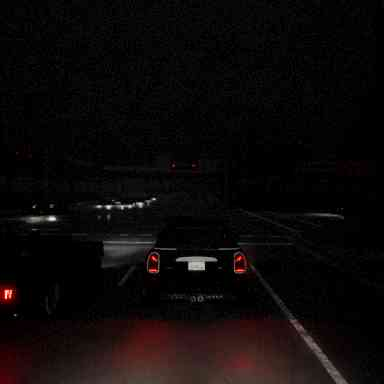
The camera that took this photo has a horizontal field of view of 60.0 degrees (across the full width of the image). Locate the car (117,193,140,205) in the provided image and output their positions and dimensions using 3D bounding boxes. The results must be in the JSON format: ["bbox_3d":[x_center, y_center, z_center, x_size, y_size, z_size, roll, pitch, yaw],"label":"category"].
[{"bbox_3d":[-10.488,1.411,55.520,2.033,1.411,5.357,0,1,0],"label":"car"}]

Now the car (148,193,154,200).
[{"bbox_3d":[-10.359,1.114,75.256,1.812,1.442,4.674,0,1,0],"label":"car"}]

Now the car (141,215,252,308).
[{"bbox_3d":[0.095,1.352,8.108,2.097,1.767,4.553,0,0,0],"label":"car"}]

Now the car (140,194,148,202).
[{"bbox_3d":[-10.415,1.351,65.118,1.895,1.301,4.718,0,1,1],"label":"car"}]

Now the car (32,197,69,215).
[{"bbox_3d":[-14.039,1.344,33.209,2.097,1.767,4.553,0,0,0],"label":"car"}]

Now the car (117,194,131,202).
[{"bbox_3d":[-13.873,1.236,67.944,1.812,1.442,4.674,0,1,0],"label":"car"}]

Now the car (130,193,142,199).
[{"bbox_3d":[-13.847,0.985,81.871,2.128,1.511,4.902,0,1,0],"label":"car"}]

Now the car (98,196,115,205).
[{"bbox_3d":[-13.987,1.402,54.758,1.812,1.442,4.674,0,1,0],"label":"car"}]

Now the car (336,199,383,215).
[{"bbox_3d":[16.744,1.505,32.771,4.892,1.490,1.837,0,0,-1],"label":"car"}]

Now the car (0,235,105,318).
[{"bbox_3d":[-3.405,1.601,7.381,1.895,1.301,4.718,0,0,0],"label":"car"}]

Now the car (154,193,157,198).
[{"bbox_3d":[-10.337,0.905,86.864,1.994,1.385,4.181,0,1,0],"label":"car"}]
